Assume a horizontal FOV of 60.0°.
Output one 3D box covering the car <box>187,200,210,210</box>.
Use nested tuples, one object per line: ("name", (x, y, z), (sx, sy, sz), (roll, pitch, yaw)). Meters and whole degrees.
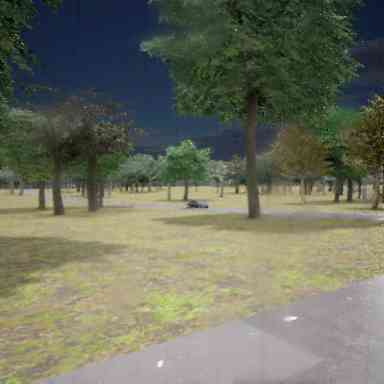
("car", (1.007, 2.179, 56.199), (1.837, 1.490, 4.892), (0, 0, -35))
